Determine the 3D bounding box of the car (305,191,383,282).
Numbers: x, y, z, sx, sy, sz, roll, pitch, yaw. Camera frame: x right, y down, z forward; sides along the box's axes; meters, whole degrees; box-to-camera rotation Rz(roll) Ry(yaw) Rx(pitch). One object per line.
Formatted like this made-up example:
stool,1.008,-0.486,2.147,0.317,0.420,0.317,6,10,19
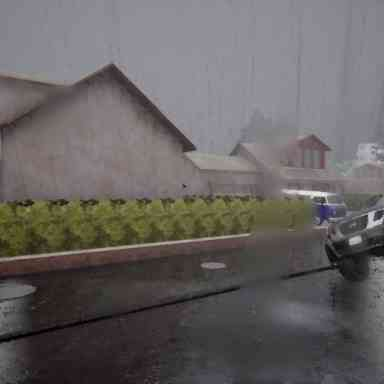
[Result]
car,5.900,0.889,8.886,5.566,2.045,2.150,3,-25,-31
